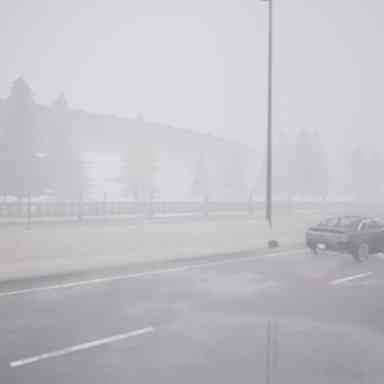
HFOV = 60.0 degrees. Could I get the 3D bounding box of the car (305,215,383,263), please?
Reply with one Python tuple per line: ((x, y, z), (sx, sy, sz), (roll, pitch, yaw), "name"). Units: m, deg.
((6.376, 1.655, 12.664), (4.902, 1.511, 2.128), (1, 0, -35), "car")
